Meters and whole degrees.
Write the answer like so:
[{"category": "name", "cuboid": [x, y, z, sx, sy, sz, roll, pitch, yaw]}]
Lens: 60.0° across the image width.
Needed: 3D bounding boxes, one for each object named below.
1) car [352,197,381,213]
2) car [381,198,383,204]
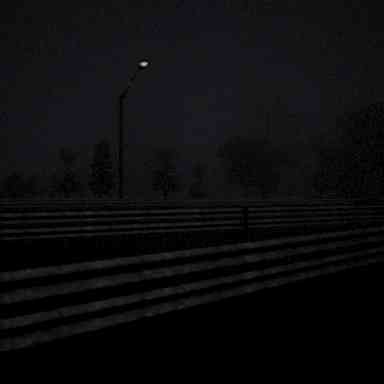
[{"category": "car", "cuboid": [18.524, 1.281, 33.821, 4.892, 1.490, 1.837, 0, 0, -23]}, {"category": "car", "cuboid": [20.228, 1.280, 30.744, 4.892, 1.490, 1.837, 0, 0, -23]}]
